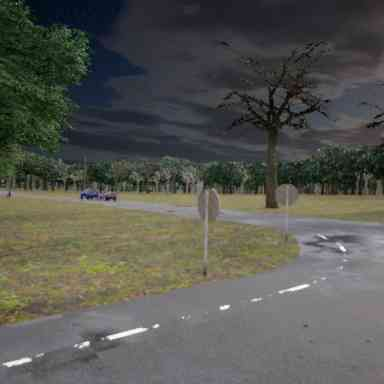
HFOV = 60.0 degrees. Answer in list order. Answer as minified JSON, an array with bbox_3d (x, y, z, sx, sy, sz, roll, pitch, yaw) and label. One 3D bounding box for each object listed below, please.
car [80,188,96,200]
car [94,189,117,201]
[{"bbox_3d":[-18.407,0.374,60.028,2.150,2.045,5.566,2,-1,-36],"label":"car"},{"bbox_3d":[-13.695,0.691,53.556,1.837,1.490,4.892,2,-1,-35],"label":"car"}]
